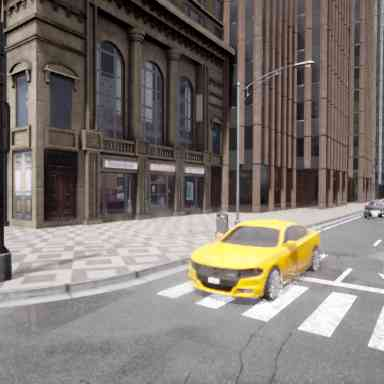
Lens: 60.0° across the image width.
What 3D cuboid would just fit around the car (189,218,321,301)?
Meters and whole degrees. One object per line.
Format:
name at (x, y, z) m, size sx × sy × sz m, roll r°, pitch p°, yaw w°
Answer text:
car at (1.880, 1.483, 8.653) m, size 1.882 × 1.535 × 5.008 m, roll 1°, pitch 1°, yaw 35°

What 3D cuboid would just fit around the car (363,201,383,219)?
car at (15.986, 1.523, 28.464) m, size 2.128 × 1.511 × 4.902 m, roll 1°, pitch 0°, yaw 35°
